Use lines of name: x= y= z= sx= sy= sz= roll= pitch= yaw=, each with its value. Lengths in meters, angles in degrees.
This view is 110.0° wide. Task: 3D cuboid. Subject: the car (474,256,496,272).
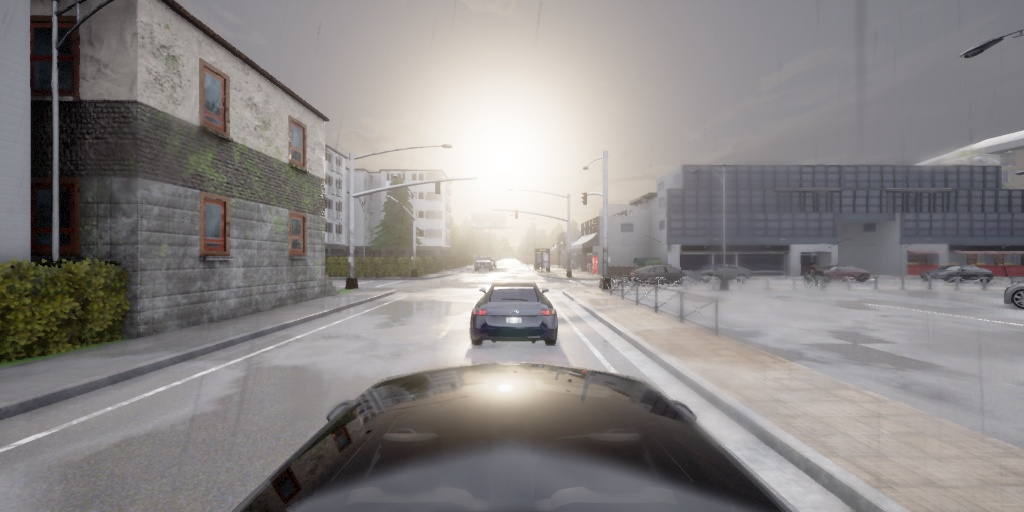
car: x=-3.655 y=0.972 z=47.119 sx=2.150 sy=2.045 sz=5.566 roll=0 pitch=0 yaw=0

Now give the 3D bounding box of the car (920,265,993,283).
car: x=36.765 y=1.452 z=29.652 sx=4.674 sy=1.442 sz=1.812 roll=0 pitch=0 yaw=0

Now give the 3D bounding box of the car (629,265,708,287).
car: x=11.009 y=1.433 z=25.876 sx=4.892 sy=1.490 sz=1.837 roll=0 pitch=1 yaw=0

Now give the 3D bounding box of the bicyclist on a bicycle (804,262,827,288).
bicyclist on a bicycle: x=18.689 y=1.227 z=22.123 sx=0.582 sy=1.620 sz=1.656 roll=0 pitch=0 yaw=0

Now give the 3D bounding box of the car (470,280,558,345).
car: x=0.053 y=1.314 z=9.502 sx=1.994 sy=1.385 sz=4.181 roll=0 pitch=0 yaw=0

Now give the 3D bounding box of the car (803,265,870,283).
car: x=26.774 y=1.452 z=29.630 sx=4.674 sy=1.442 sz=1.812 roll=0 pitch=0 yaw=0

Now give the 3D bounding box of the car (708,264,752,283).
car: x=17.032 y=1.418 z=29.600 sx=4.902 sy=1.511 sz=2.128 roll=0 pitch=0 yaw=0
